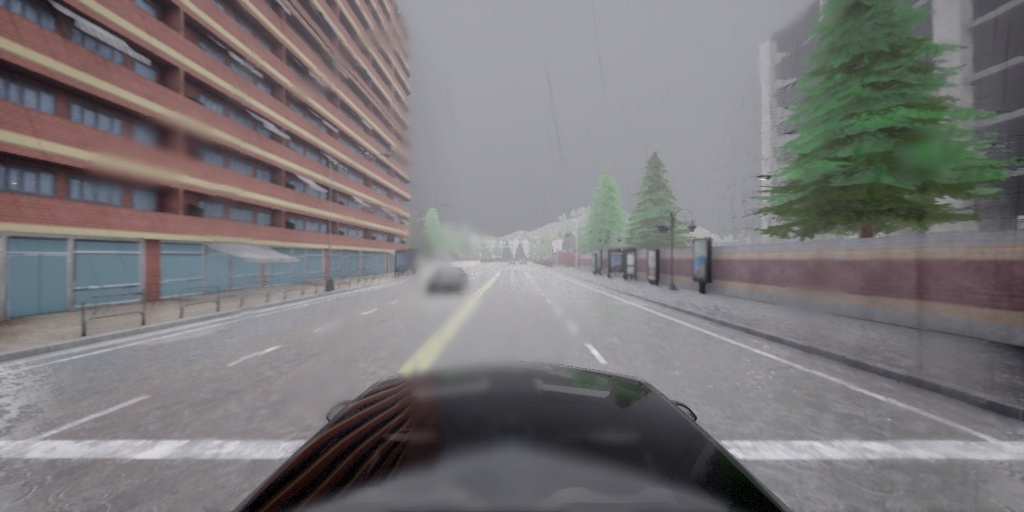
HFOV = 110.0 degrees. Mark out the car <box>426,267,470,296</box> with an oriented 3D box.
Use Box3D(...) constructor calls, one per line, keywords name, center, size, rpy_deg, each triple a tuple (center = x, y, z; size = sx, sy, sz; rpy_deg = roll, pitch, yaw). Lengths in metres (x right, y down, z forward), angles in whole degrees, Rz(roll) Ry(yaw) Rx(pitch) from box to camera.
Box3D(name="car", center=(-3.505, 1.393, 20.349), size=(1.882, 1.535, 5.008), rpy_deg=(0, 1, 0))
